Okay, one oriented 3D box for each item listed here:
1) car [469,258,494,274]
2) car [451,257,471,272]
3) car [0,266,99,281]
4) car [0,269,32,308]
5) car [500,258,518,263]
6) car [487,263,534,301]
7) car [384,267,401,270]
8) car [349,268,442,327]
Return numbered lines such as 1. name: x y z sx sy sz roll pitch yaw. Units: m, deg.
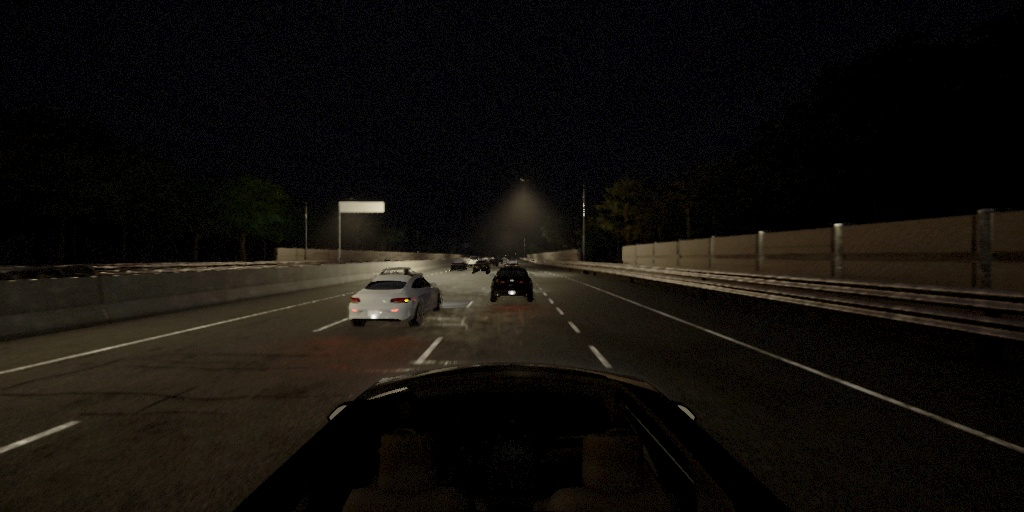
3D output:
1. car: -3.495 1.294 41.984 1.837 1.490 4.892 0 0 0
2. car: -6.994 1.287 47.961 2.128 1.511 4.902 0 0 0
3. car: -17.499 1.178 12.771 2.097 1.767 4.553 0 0 0
4. car: -21.001 1.281 12.557 1.837 1.490 4.892 0 0 0
5. car: 0.004 1.280 42.813 2.128 1.511 4.902 0 0 0
6. car: 0.000 1.269 17.321 1.837 1.490 4.892 0 0 0
7. car: -6.999 1.369 22.474 1.895 1.301 4.718 0 0 0
8. car: -3.499 1.284 11.390 1.812 1.442 4.674 0 0 0
